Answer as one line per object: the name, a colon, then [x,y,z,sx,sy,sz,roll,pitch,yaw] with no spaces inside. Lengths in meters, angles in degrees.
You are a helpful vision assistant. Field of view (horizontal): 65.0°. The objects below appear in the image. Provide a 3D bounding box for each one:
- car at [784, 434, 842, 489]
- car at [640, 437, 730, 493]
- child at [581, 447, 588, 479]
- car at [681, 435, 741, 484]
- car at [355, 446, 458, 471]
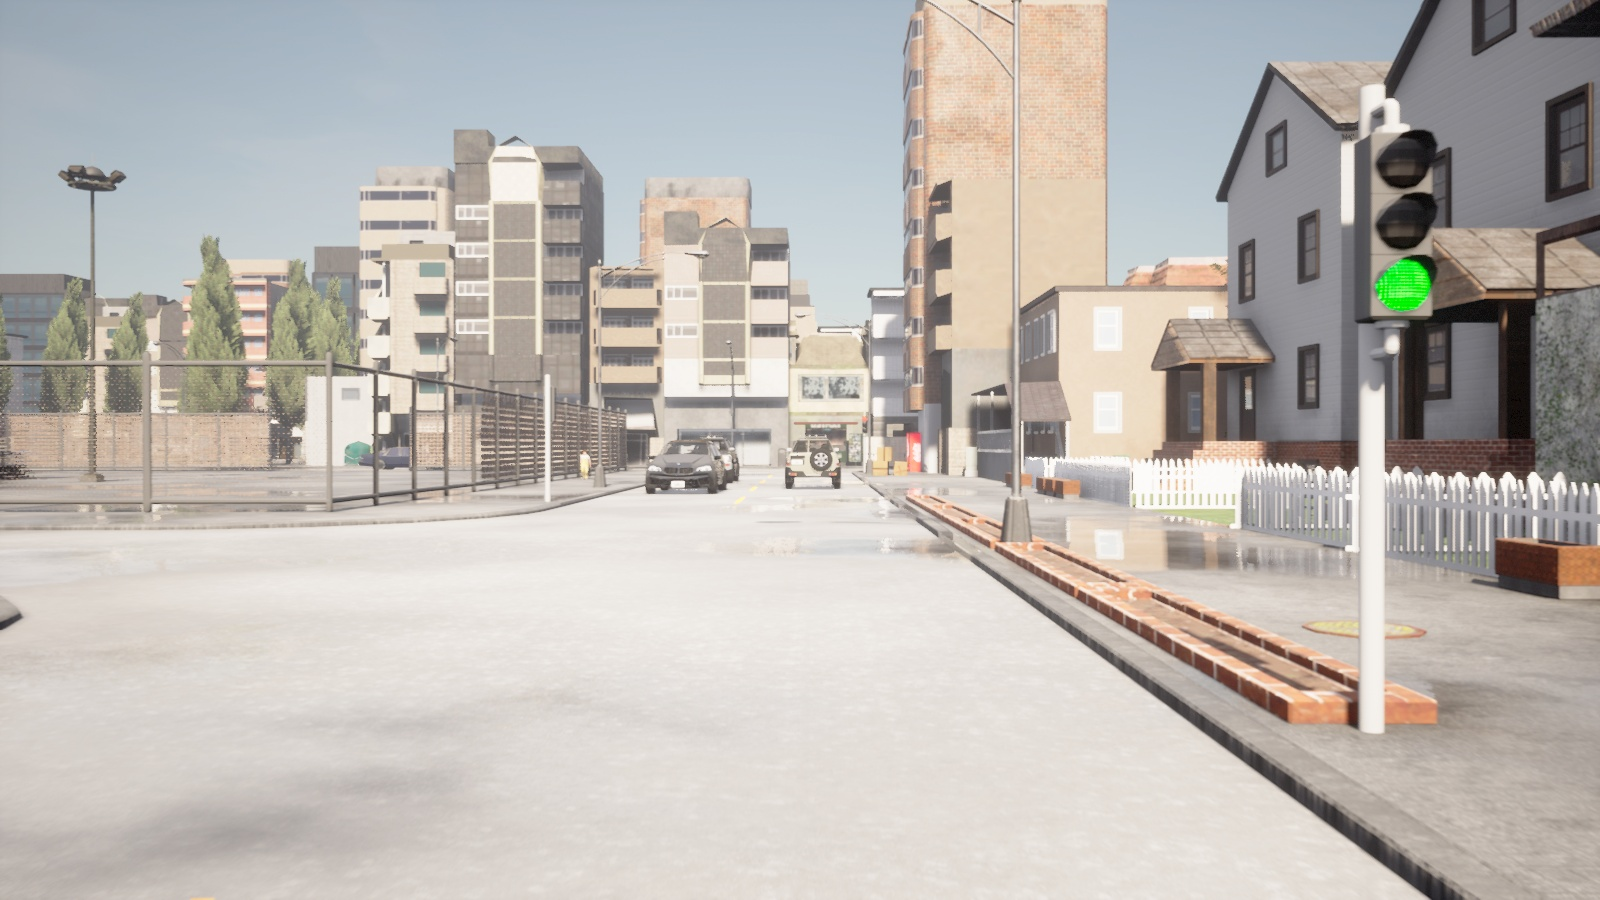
car: [0.447,0.382,44.416,1.932,1.855,4.605,0,0,1]
car: [-3.557,0.426,39.698,2.242,1.667,4.611,0,0,2]
child: [-8.633,0.524,50.305,0.270,1.263,0.437,0,0,-8]
car: [-3.482,0.357,49.673,1.932,1.855,4.605,0,0,1]
car: [-23.009,0.475,73.511,5.357,1.411,2.033,0,0,1]
